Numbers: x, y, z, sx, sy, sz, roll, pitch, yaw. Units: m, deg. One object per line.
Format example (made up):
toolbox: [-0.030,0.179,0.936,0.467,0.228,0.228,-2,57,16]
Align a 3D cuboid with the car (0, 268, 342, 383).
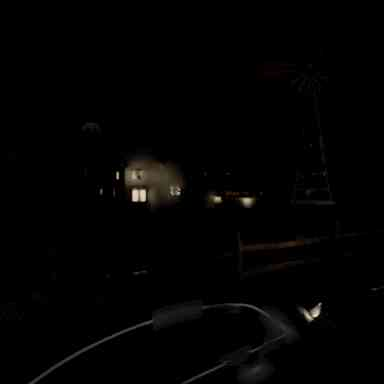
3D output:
car: [-0.811,1.502,2.495,4.892,1.490,1.837,-1,0,-36]
